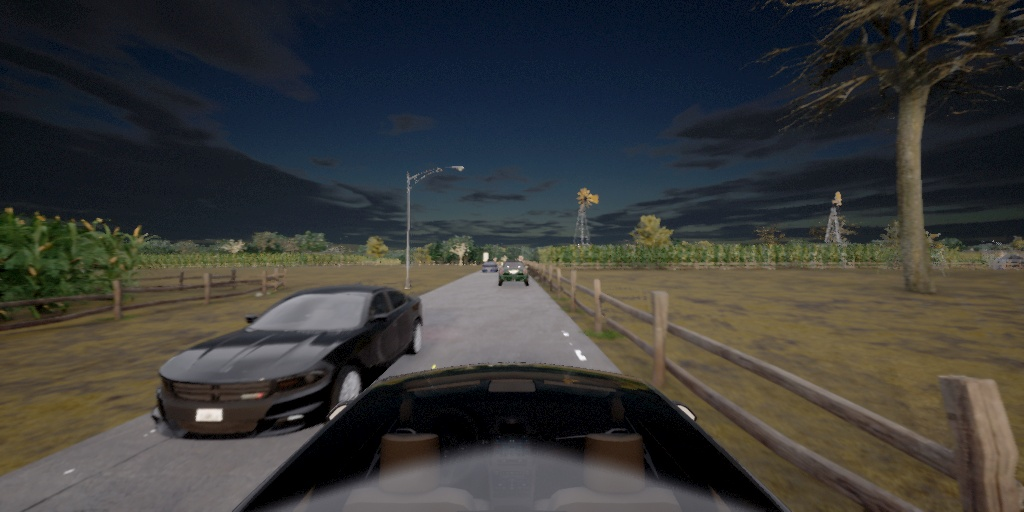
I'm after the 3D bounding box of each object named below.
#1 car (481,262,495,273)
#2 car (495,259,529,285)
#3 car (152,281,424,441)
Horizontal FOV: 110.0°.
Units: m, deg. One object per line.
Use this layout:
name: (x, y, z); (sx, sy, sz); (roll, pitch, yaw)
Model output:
car: (-2.744, 1.403, 45.287); (2.033, 1.411, 5.357); (0, 0, 0)
car: (0.110, 1.120, 26.205); (2.097, 1.767, 4.553); (0, 0, 0)
car: (-2.841, 1.228, 5.865); (1.882, 1.535, 5.008); (0, 0, 0)
